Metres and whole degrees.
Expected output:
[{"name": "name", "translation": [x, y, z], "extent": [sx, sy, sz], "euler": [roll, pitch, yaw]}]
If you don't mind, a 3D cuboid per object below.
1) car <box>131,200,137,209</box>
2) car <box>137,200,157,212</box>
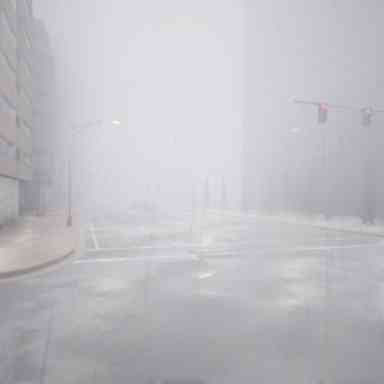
[{"name": "car", "translation": [-9.828, 2.238, 59.947], "extent": [1.882, 1.535, 5.008], "euler": [0, -1, -18]}, {"name": "car", "translation": [-6.550, 2.132, 50.112], "extent": [2.128, 1.511, 4.902], "euler": [0, -1, -18]}]
